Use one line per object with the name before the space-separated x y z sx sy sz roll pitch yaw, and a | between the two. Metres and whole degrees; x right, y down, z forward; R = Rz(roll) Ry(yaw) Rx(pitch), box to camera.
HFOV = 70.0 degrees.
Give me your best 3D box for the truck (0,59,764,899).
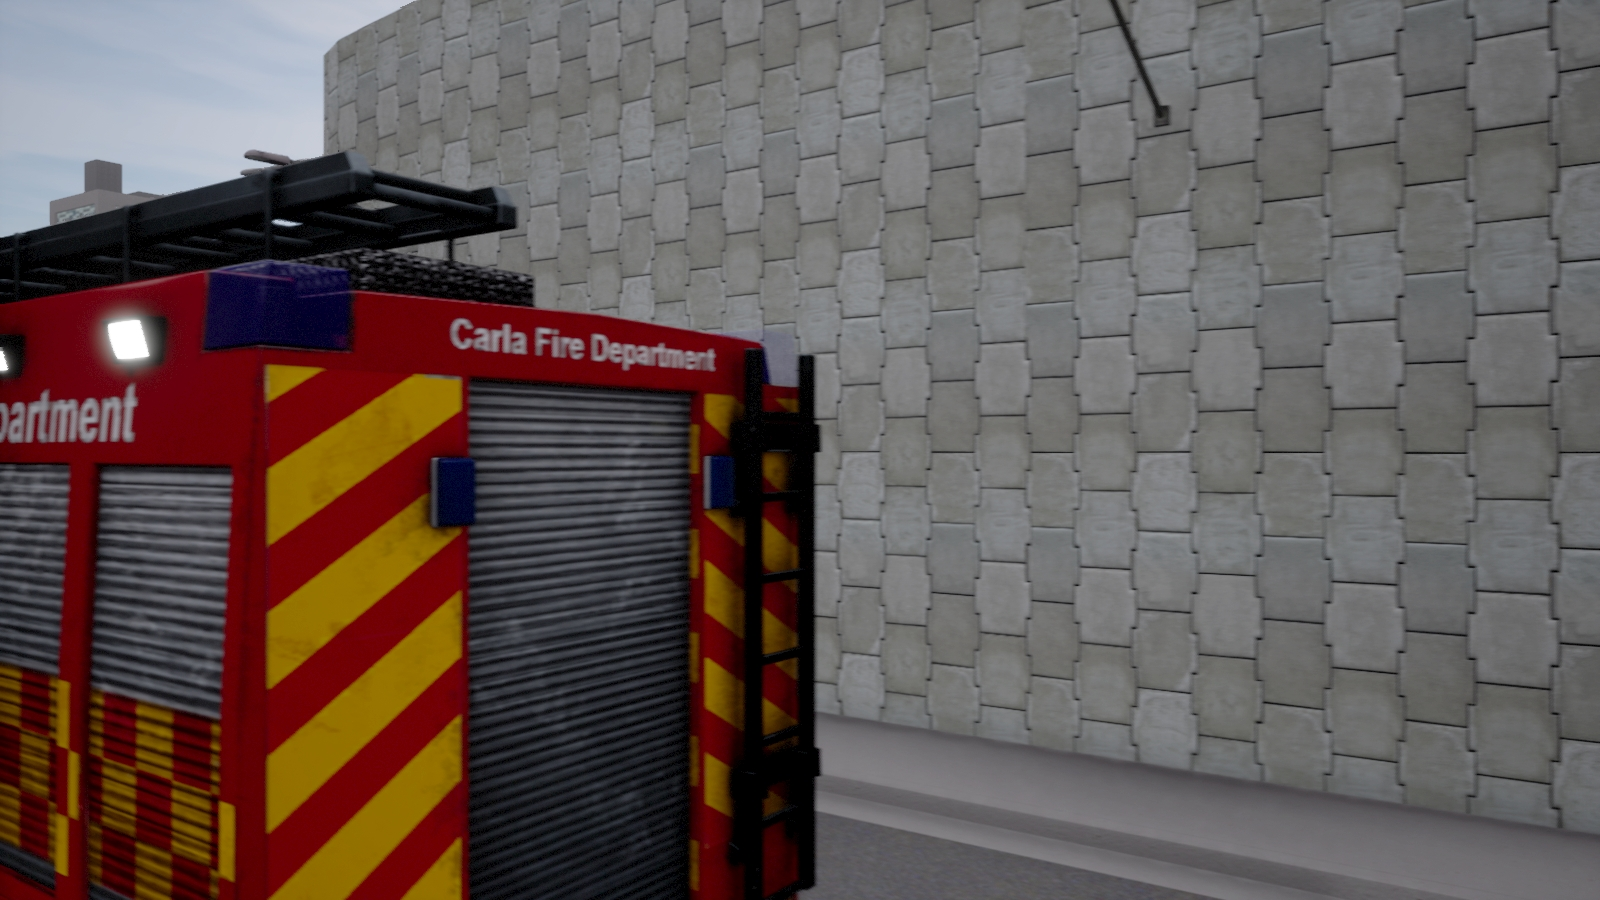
truck | -4.472 0.891 6.597 8.468 3.827 2.891 0 0 35
